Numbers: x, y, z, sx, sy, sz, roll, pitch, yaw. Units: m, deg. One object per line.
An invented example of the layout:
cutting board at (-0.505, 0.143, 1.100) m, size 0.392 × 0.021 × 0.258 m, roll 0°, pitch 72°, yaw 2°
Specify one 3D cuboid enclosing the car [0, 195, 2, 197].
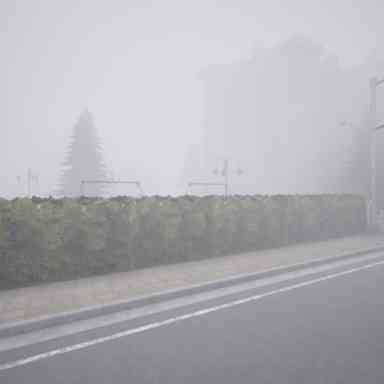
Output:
car at (-40.266, 1.371, 67.273) m, size 3.633 × 1.501 × 1.845 m, roll 0°, pitch 0°, yaw -37°
